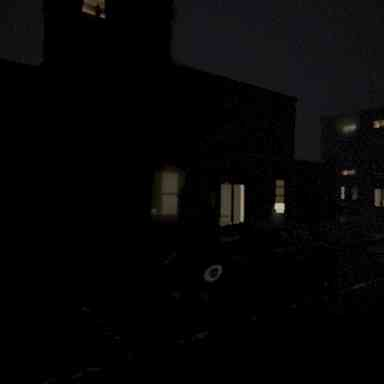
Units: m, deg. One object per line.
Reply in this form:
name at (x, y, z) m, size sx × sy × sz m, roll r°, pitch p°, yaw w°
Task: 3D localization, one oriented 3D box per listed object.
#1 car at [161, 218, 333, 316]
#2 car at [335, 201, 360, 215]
car at (1.316, 1.437, 7.478) m, size 4.097 × 1.590 × 1.967 m, roll 0°, pitch 1°, yaw -35°
car at (14.630, 1.597, 33.707) m, size 1.887 × 1.381 × 4.507 m, roll 1°, pitch -1°, yaw -35°
